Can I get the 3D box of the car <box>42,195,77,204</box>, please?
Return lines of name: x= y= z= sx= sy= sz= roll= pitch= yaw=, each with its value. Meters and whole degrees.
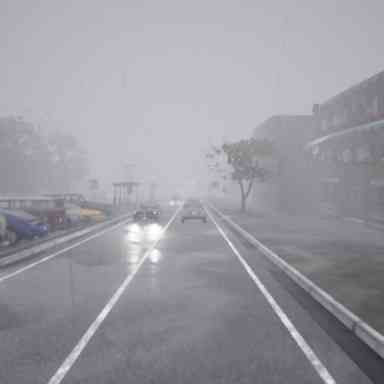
car: x=-22.058 y=1.246 z=55.543 sx=5.008 sy=1.535 sz=2.097 roll=0 pitch=0 yaw=0

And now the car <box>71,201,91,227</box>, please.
car: x=-8.961 y=1.479 z=20.281 sx=4.674 sy=1.452 sz=2.002 roll=0 pitch=0 yaw=0

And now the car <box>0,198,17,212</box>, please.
car: x=-22.015 y=1.381 z=36.115 sx=4.792 sy=1.488 sz=2.163 roll=0 pitch=0 yaw=0

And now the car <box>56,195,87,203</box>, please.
car: x=-22.084 y=1.248 z=61.093 sx=4.792 sy=1.488 sz=2.163 roll=0 pitch=0 yaw=0

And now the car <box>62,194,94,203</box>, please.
car: x=-21.870 y=1.202 z=63.867 sx=5.366 sy=1.575 sz=1.946 roll=0 pitch=0 yaw=0

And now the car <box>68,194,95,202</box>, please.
car: x=-22.086 y=1.221 z=66.645 sx=4.792 sy=1.488 sz=2.163 roll=0 pitch=0 yaw=0

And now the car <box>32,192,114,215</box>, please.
car: x=-8.932 y=1.157 z=25.886 sx=5.566 sy=2.045 sz=2.435 roll=0 pitch=0 yaw=0

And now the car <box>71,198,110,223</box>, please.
car: x=-8.774 y=1.421 z=23.084 sx=5.366 sy=1.575 sz=1.946 roll=0 pitch=0 yaw=0

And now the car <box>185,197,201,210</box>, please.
car: x=0.140 y=1.395 z=41.902 sx=1.994 sy=1.385 sz=4.181 roll=0 pitch=0 yaw=0

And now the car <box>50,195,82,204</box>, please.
car: x=-22.048 y=1.233 z=58.318 sx=4.892 sy=1.521 sz=2.231 roll=0 pitch=0 yaw=0

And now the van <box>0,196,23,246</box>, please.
van: x=-8.838 y=1.260 z=11.866 sx=4.442 sy=1.987 sz=1.878 roll=0 pitch=0 yaw=0

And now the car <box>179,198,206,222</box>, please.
car: x=0.125 y=1.472 z=25.261 sx=2.033 sy=1.411 sz=5.357 roll=0 pitch=0 yaw=0

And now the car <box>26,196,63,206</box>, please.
car: x=-22.048 y=1.315 z=49.992 sx=4.674 sy=1.452 sz=2.002 roll=0 pitch=0 yaw=0

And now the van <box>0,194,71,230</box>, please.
van: x=-9.074 y=1.229 z=17.476 sx=4.442 sy=1.987 sz=1.878 roll=0 pitch=0 yaw=0

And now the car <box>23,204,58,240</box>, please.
car: x=-8.951 y=1.471 z=14.674 sx=5.008 sy=1.535 sz=2.097 roll=0 pitch=0 yaw=0

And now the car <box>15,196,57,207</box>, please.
car: x=-22.044 y=1.290 z=47.217 sx=5.008 sy=1.535 sz=2.097 roll=0 pitch=0 yaw=0

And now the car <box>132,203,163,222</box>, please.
car: x=-3.325 y=1.524 z=25.545 sx=1.895 sy=1.301 sz=4.718 roll=0 pitch=0 yaw=0

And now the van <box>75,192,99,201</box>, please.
van: x=-21.941 y=0.952 z=69.417 sx=4.442 sy=1.987 sz=1.878 roll=0 pitch=0 yaw=0

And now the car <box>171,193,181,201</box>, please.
car: x=-3.190 y=0.979 z=66.890 sx=1.895 sy=1.301 sz=4.718 roll=0 pitch=5 yaw=0

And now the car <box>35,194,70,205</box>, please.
car: x=-22.083 y=1.135 z=52.767 sx=4.553 sy=1.767 sz=2.185 roll=0 pitch=0 yaw=0
